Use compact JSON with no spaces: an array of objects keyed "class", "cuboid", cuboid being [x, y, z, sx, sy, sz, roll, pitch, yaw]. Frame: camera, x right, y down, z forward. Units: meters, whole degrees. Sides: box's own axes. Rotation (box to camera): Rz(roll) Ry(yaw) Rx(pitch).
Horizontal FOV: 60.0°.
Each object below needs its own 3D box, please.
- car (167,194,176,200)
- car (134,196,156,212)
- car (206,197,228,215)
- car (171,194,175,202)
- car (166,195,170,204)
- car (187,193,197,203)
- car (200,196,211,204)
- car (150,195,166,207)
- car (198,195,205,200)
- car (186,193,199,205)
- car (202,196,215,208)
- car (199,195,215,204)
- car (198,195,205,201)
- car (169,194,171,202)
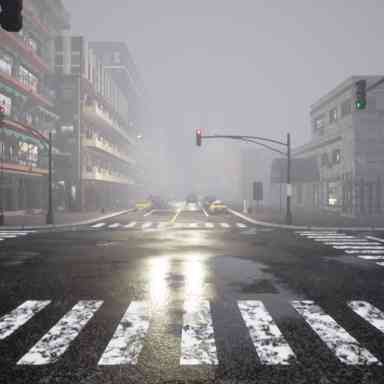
[{"class":"car","cuboid":[-5.732,1.434,94.836,2.192,1.841,5.009,0,0,0]},{"class":"car","cuboid":[-5.706,1.549,39.273,1.752,1.417,4.829,0,0,0]},{"class":"car","cuboid":[2.677,1.544,34.079,1.752,1.417,4.829,0,0,0]},{"class":"car","cuboid":[-5.725,1.628,78.218,1.887,1.381,4.507,0,0,0]},{"class":"car","cuboid":[-5.717,1.603,61.600,2.008,1.369,4.403,0,0,0]},{"class":"car","cuboid":[-0.032,1.182,70.747,2.150,2.045,5.566,0,0,0]},{"class":"car","cuboid":[2.661,1.612,67.144,2.008,1.369,4.403,0,0,0]},{"class":"car","cuboid":[-5.711,1.351,50.522,2.192,1.841,5.009,0,0,0]},{"class":"car","cuboid":[2.648,1.670,94.840,2.008,1.369,4.403,0,0,0]},{"class":"car","cuboid":[-0.028,1.403,60.684,2.097,1.767,4.553,0,0,0]},{"class":"car","cuboid":[2.671,1.611,44.987,1.802,1.307,4.206,0,0,0]},{"class":"car","cuboid":[2.670,1.351,50.526,2.192,1.841,5.009,0,0,0]},{"class":"car","cuboid":[2.650,1.632,89.471,1.752,1.417,4.829,0,0,0]},{"class":"car","cuboid":[-5.719,1.587,66.969,1.752,1.417,4.829,0,0,0]}]
